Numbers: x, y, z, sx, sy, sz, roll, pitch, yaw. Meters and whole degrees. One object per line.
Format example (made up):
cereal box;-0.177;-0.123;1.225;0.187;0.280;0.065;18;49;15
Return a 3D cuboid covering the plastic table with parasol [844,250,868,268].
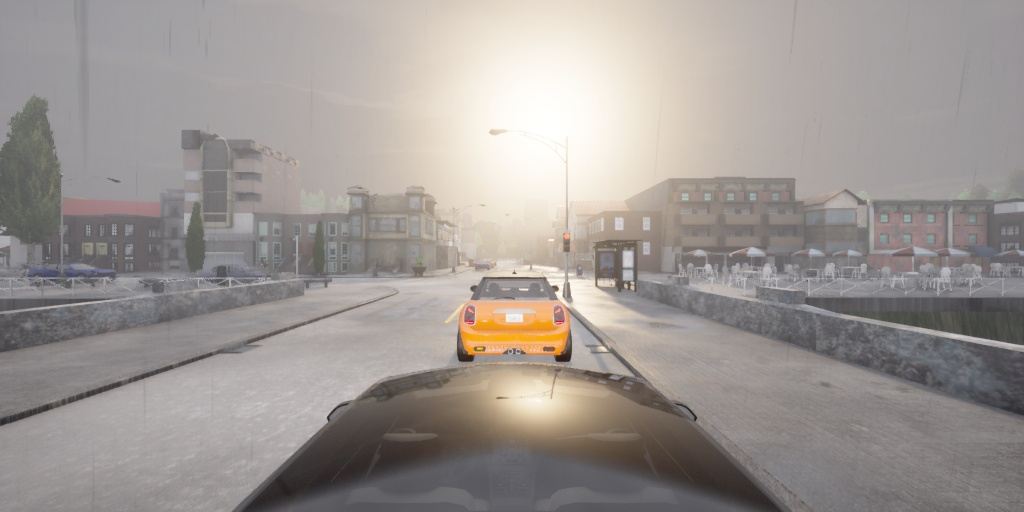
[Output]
plastic table with parasol;30.234;0.675;32.199;2.482;2.480;2.482;0;0;0

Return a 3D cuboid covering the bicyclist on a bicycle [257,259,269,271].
bicyclist on a bicycle;-24.014;1.099;34.583;0.582;1.620;1.656;0;0;0

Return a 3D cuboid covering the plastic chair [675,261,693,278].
plastic chair;14.704;1.279;30.633;0.730;1.272;0.750;0;0;0

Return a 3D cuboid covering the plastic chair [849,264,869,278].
plastic chair;29.904;1.279;30.829;0.750;1.272;0.730;0;0;0

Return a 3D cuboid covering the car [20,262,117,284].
car;-31.966;1.228;26.189;5.008;1.535;1.882;0;0;0

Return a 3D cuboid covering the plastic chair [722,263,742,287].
plastic chair;13.902;1.279;22.833;0.730;1.272;0.750;0;0;0

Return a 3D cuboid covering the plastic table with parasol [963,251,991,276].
plastic table with parasol;30.513;0.675;25.109;2.482;2.480;2.482;0;0;0

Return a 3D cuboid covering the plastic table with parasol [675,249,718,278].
plastic table with parasol;15.924;0.675;30.513;2.482;2.480;2.482;0;0;0

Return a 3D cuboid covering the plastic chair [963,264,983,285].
plastic chair;30.502;1.279;23.829;0.750;1.272;0.730;0;0;0

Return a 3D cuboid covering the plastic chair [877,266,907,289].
plastic chair;22.602;1.279;21.331;0.730;1.272;0.750;0;0;0

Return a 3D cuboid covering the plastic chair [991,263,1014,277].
plastic chair;45.505;1.279;33.325;0.730;1.272;0.750;0;0;0

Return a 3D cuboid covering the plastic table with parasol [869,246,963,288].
plastic table with parasol;23.802;0.675;21.281;2.482;2.480;2.482;0;0;0

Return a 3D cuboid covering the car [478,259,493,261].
car;-4.091;1.228;51.054;1.882;1.535;5.008;0;0;0

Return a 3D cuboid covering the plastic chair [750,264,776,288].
plastic chair;15.002;1.279;21.433;0.750;1.272;0.730;0;0;0

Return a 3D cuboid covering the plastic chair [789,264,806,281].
plastic chair;21.703;1.279;27.531;0.730;1.272;0.750;0;0;0

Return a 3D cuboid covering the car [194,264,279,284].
car;-19.919;1.298;26.184;5.357;1.411;2.033;0;0;0

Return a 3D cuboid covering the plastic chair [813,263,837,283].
plastic chair;22.803;1.279;26.131;0.750;1.272;0.730;0;0;0

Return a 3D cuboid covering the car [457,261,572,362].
car;0.061;1.102;8.375;2.097;1.767;4.553;0;0;1

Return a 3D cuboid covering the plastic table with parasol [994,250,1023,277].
plastic table with parasol;46.705;0.675;33.205;2.482;2.480;2.482;0;0;0

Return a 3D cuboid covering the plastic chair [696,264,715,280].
plastic chair;15.804;1.279;29.233;0.750;1.272;0.730;0;0;0

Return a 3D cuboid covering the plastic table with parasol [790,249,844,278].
plastic table with parasol;22.903;0.675;27.481;2.482;2.480;2.482;0;0;0

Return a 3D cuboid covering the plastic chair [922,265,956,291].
plastic chair;23.701;1.279;19.931;0.750;1.272;0.730;0;0;0

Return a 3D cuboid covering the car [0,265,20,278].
car;-41.297;1.351;30.390;4.718;1.301;1.895;0;0;0

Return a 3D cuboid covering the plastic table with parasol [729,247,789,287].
plastic table with parasol;15.172;0.675;22.693;2.482;2.480;2.482;0;0;0

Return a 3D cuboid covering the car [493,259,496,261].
car;-4.071;1.228;60.704;1.882;1.535;5.008;0;0;0
